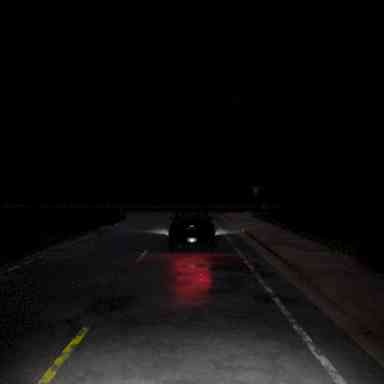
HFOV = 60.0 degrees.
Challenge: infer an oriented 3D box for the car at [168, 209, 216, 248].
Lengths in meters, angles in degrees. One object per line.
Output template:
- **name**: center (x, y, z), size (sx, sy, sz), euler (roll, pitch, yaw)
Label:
- **car**: center (0.000, 1.515, 14.650), size (1.837, 1.490, 4.892), euler (0, 0, 0)
